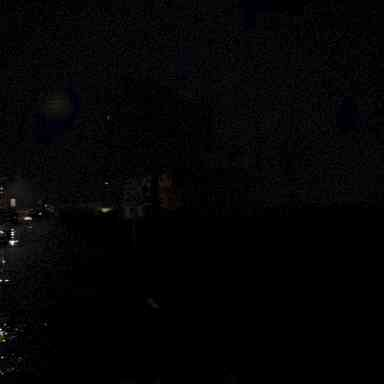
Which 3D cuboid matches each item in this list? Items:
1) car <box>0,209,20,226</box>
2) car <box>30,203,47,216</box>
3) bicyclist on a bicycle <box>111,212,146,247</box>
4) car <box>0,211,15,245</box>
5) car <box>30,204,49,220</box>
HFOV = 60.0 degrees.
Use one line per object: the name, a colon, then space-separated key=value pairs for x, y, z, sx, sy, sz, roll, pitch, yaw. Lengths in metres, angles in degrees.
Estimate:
car: x=-16.757 y=2.280 z=30.176 sx=2.128 sy=1.511 sz=4.902 roll=-1 pitch=-1 yaw=-26
car: x=-22.515 y=2.550 z=48.745 sx=2.097 sy=1.767 sz=4.553 roll=-1 pitch=-1 yaw=-26
bicyclist on a bicycle: x=-2.902 y=1.689 z=15.264 sx=1.656 sy=1.620 sz=0.582 roll=-1 pitch=-1 yaw=-26
car: x=-10.733 y=2.002 z=17.708 sx=1.812 sy=1.442 sz=4.674 roll=-1 pitch=-1 yaw=-26
car: x=-18.203 y=2.510 z=39.846 sx=1.994 sy=1.385 sz=4.181 roll=-1 pitch=-1 yaw=-25
